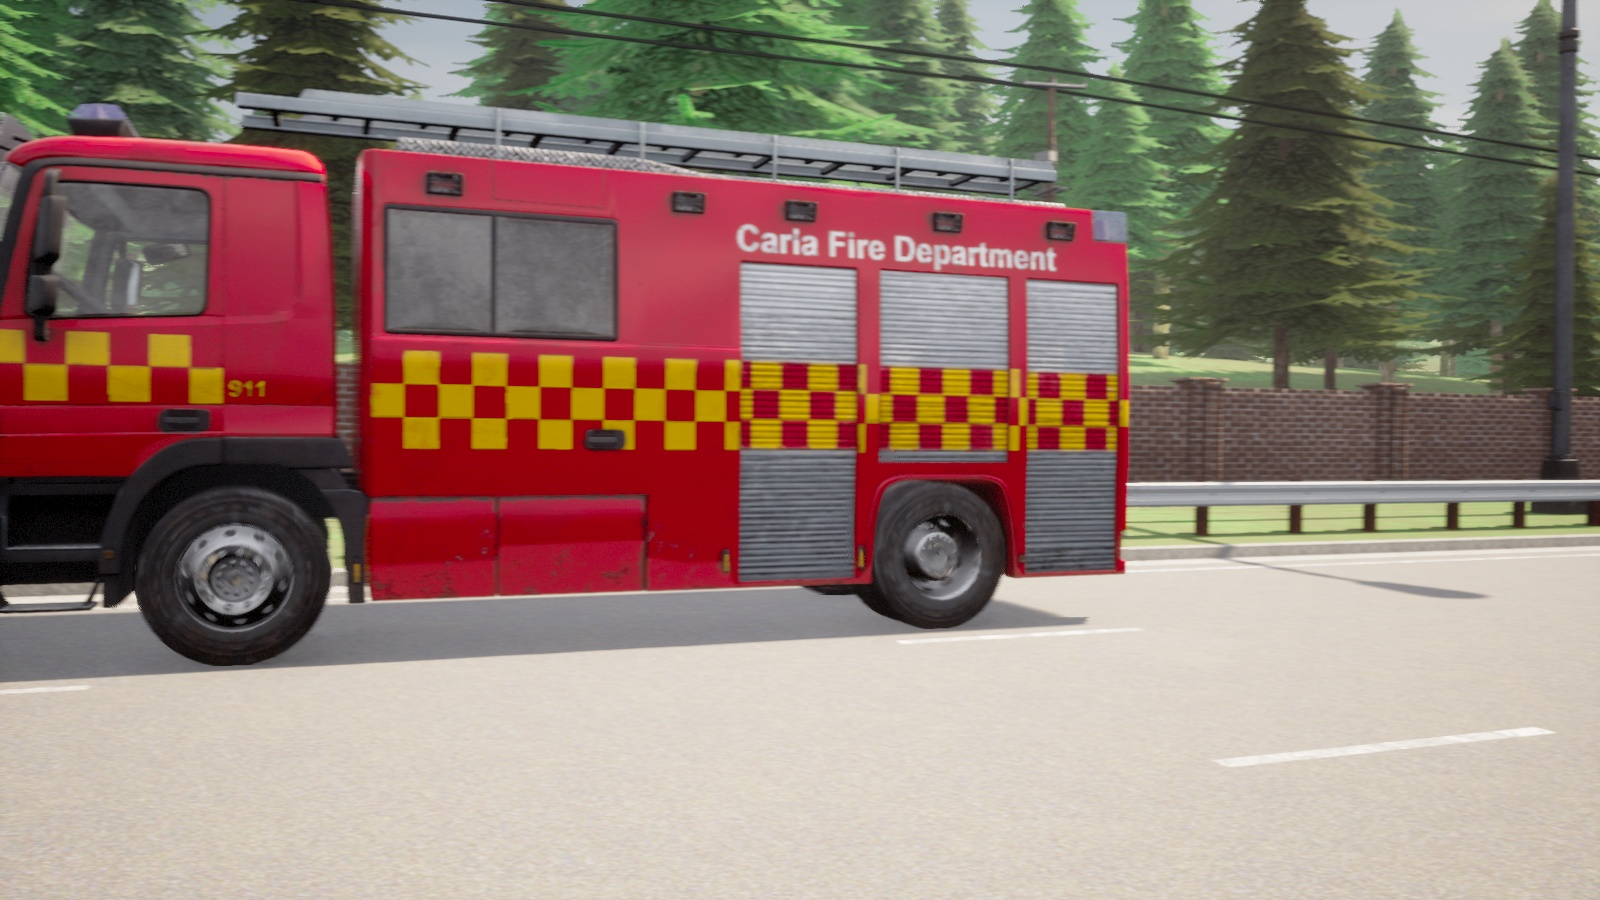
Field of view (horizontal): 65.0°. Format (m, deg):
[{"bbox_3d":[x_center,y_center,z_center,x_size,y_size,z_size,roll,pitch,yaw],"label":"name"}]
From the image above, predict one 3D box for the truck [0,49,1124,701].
[{"bbox_3d":[-1.861,-0.510,10.005,8.468,3.827,2.891,-1,1,-21],"label":"truck"}]
